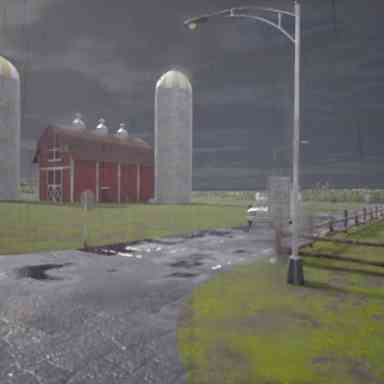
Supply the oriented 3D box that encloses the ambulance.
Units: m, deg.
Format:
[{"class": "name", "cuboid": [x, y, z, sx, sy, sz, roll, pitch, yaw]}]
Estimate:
[{"class": "ambulance", "cuboid": [6.273, 1.300, 25.113, 2.351, 2.431, 6.366, 0, -1, 35]}]
